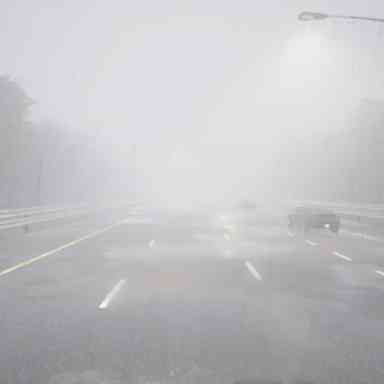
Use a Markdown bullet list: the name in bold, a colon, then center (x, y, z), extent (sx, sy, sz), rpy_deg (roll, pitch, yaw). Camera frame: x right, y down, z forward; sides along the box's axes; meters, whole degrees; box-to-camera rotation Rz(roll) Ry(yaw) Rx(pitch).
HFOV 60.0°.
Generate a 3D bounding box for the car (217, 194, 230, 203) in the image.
- **car**: center (7.109, 1.405, 72.445), extent (2.097, 1.767, 4.553), rpy_deg (0, 0, 0)

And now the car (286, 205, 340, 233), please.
- **car**: center (6.998, 1.506, 19.651), extent (1.837, 1.490, 4.892), rpy_deg (0, 0, 0)

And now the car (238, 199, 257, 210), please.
- **car**: center (7.011, 1.565, 42.364), extent (2.033, 1.411, 5.357), rpy_deg (0, 0, 0)
